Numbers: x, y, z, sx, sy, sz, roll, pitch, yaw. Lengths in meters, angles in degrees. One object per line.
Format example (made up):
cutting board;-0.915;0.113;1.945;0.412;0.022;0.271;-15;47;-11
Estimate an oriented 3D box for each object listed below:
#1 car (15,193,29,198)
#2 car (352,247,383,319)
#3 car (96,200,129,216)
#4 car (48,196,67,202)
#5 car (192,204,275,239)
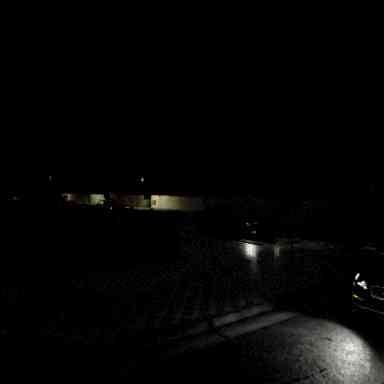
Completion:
car;-43.149;1.092;85.198;2.033;1.411;5.357;0;0;-36
car;5.111;1.518;6.608;4.892;1.490;1.837;0;0;-36
car;-7.517;1.440;30.582;1.895;1.301;4.718;0;0;-36
car;-18.918;1.283;46.660;1.837;1.490;4.892;0;0;-36
car;2.002;1.399;17.300;1.882;1.535;5.008;0;1;-36
